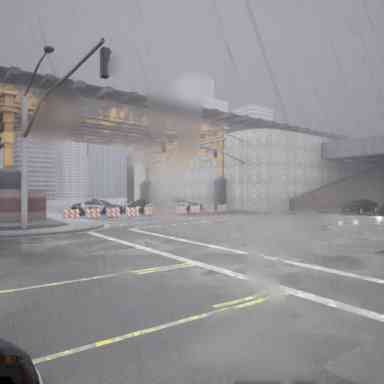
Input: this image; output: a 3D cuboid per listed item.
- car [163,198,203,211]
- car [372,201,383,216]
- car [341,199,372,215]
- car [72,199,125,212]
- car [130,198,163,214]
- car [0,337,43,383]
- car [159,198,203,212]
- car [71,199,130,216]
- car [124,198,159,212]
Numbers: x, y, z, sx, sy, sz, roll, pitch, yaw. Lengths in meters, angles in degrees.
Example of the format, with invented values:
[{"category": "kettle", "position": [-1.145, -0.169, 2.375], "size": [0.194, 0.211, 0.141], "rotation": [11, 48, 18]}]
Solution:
[{"category": "car", "position": [-1.360, 1.295, 38.571], "size": [4.536, 1.218, 1.853], "rotation": [0, 0, -7]}, {"category": "car", "position": [19.836, 1.547, 31.998], "size": [5.357, 1.411, 2.033], "rotation": [0, 0, -37]}, {"category": "car", "position": [17.477, 1.478, 34.599], "size": [5.008, 1.535, 1.882], "rotation": [0, 0, -37]}, {"category": "car", "position": [-9.001, 1.295, 32.123], "size": [4.536, 1.218, 1.853], "rotation": [0, 0, 8]}, {"category": "car", "position": [-5.210, 1.453, 34.810], "size": [2.038, 1.542, 4.974], "rotation": [0, 0, 18]}, {"category": "car", "position": [-3.274, 1.492, 1.436], "size": [4.902, 1.511, 2.128], "rotation": [0, 0, -35]}, {"category": "car", "position": [-1.308, 1.453, 38.578], "size": [4.974, 1.542, 2.038], "rotation": [0, 0, -7]}, {"category": "car", "position": [-8.949, 1.453, 32.116], "size": [4.974, 1.542, 2.038], "rotation": [0, 0, 8]}, {"category": "car", "position": [-5.195, 1.295, 34.859], "size": [1.853, 1.218, 4.536], "rotation": [0, 0, 18]}]
